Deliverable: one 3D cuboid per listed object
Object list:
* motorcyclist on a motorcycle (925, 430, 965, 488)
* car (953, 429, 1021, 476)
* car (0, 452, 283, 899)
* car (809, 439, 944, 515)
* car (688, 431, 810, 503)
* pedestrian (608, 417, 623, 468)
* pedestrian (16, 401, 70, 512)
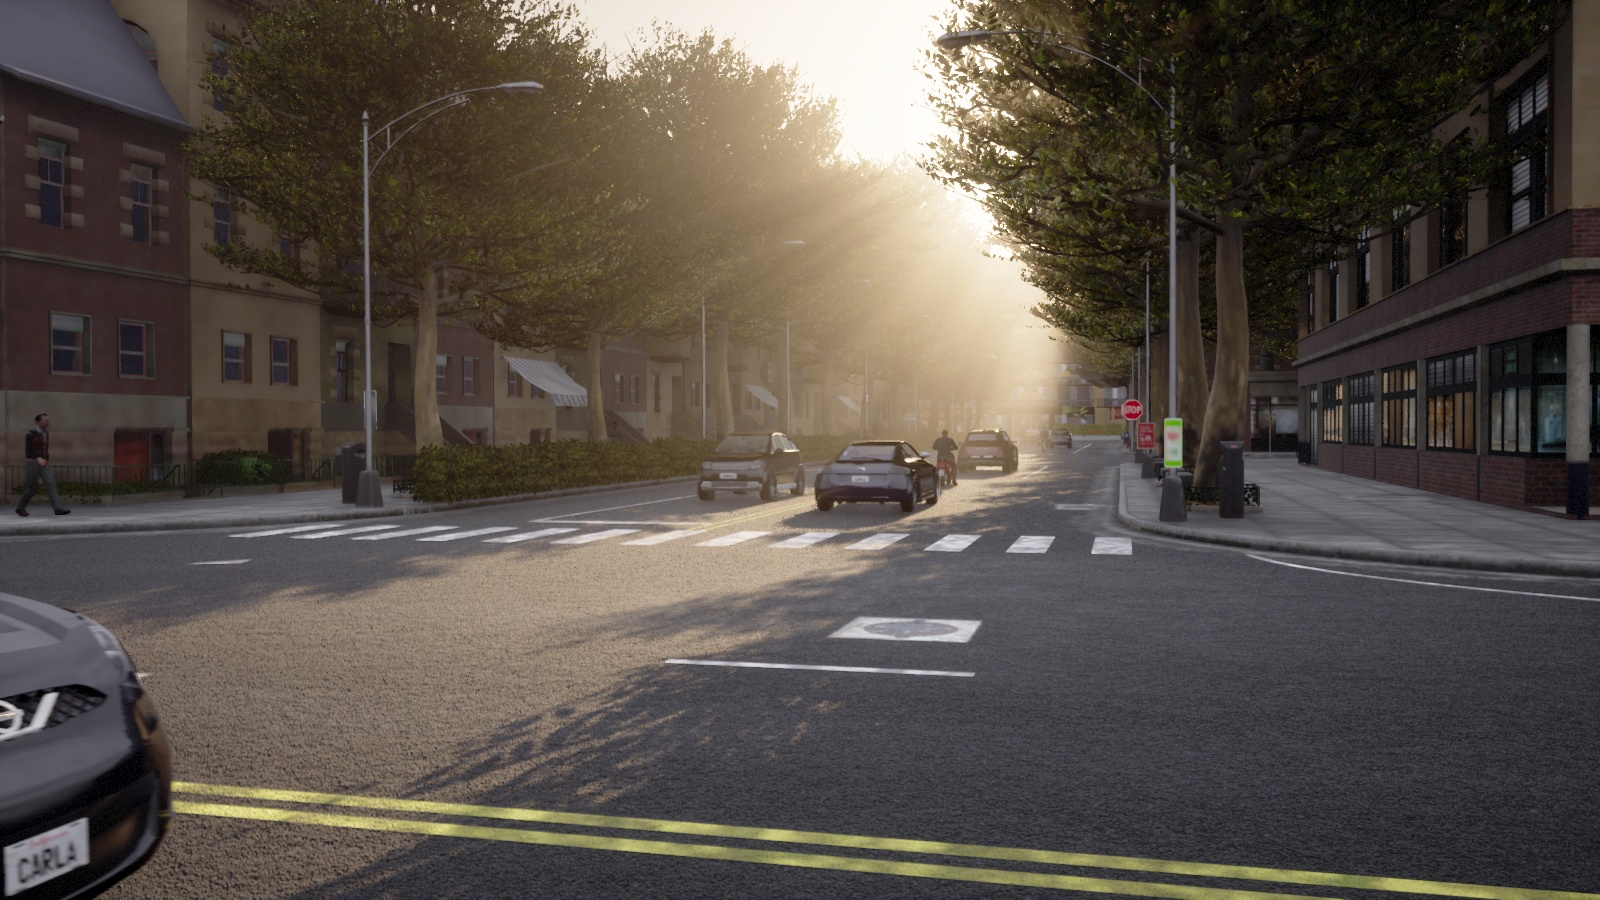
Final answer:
[{"bbox_3d":[4.073,0.234,35.201,0.866,1.590,1.817,0,1,14],"label":"motorcyclist on a motorcycle"},{"bbox_3d":[7.042,0.039,46.858,2.033,1.649,4.856,0,1,14],"label":"car"},{"bbox_3d":[-3.738,0.769,3.787,3.633,1.501,1.845,0,1,14],"label":"car"},{"bbox_3d":[1.661,0.488,25.722,1.994,1.385,4.181,0,1,14],"label":"car"},{"bbox_3d":[-1.106,0.344,28.958,1.789,1.549,3.705,0,1,15],"label":"car"},{"bbox_3d":[-6.763,-0.271,46.063,0.353,1.847,0.614,0,1,16],"label":"pedestrian"},{"bbox_3d":[-12.853,0.102,21.328,0.720,1.854,0.376,0,1,13],"label":"pedestrian"}]
